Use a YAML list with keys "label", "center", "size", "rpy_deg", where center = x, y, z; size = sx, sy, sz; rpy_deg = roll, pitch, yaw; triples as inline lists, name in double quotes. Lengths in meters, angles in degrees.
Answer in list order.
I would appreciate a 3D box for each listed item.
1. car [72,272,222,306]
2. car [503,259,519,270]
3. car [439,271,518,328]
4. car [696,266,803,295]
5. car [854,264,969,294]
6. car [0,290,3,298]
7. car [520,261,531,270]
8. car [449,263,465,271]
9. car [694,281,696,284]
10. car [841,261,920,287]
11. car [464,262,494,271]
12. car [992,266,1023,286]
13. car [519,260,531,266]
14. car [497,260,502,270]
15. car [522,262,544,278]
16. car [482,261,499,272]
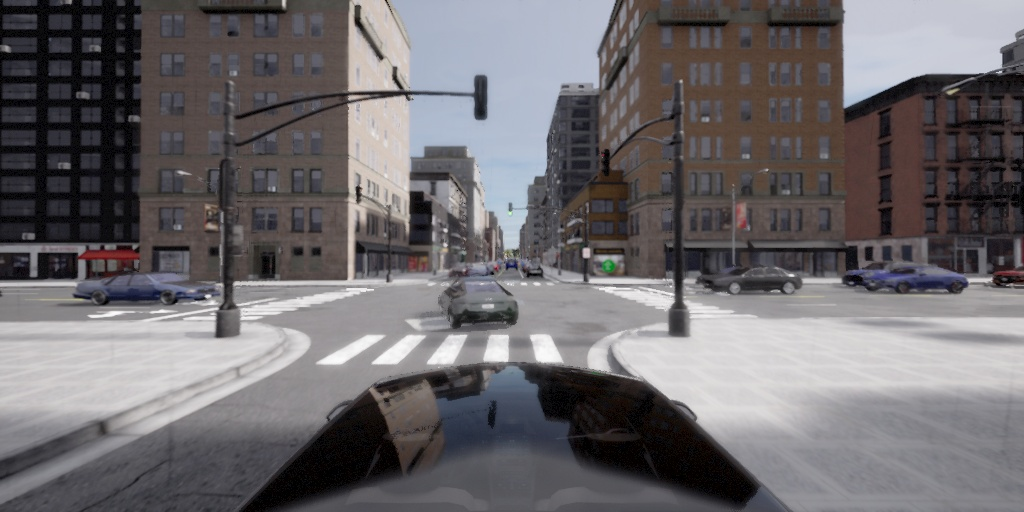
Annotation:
- label: "car"
  center: [-16.482, 1.451, 16.326]
  size: [5.357, 1.411, 2.033]
  rpy_deg: [0, 0, 0]
- label: "car"
  center: [-0.045, 1.479, 63.595]
  size: [2.150, 2.045, 5.566]
  rpy_deg: [0, 0, 0]
- label: "car"
  center: [-1.228, 1.371, 11.797]
  size: [1.994, 1.385, 4.181]
  rpy_deg: [0, 0, -16]
- label: "car"
  center: [13.233, 1.323, 19.830]
  size: [4.892, 1.490, 1.837]
  rpy_deg: [0, 0, 0]
- label: "car"
  center: [22.265, 1.307, 19.848]
  size: [4.674, 1.442, 1.812]
  rpy_deg: [0, 0, 0]
- label: "car"
  center: [-26.299, 1.505, 16.314]
  size: [4.181, 1.385, 1.994]
  rpy_deg: [0, 0, 0]
- label: "car"
  center: [2.446, 1.714, 49.600]
  size: [1.802, 1.307, 4.207]
  rpy_deg: [0, 0, 0]
- label: "car"
  center: [-5.615, 1.478, 38.605]
  size: [1.967, 1.591, 4.097]
  rpy_deg: [0, 0, 0]
- label: "car"
  center: [14.794, 1.388, 23.085]
  size: [5.357, 1.411, 2.033]
  rpy_deg: [0, 0, 0]
- label: "car"
  center: [24.084, 1.154, 23.095]
  size: [4.553, 1.767, 2.097]
  rpy_deg: [0, 0, 0]
- label: "car"
  center: [-3.110, 1.531, 34.628]
  size: [1.812, 1.442, 4.674]
  rpy_deg: [0, 0, 1]
- label: "car"
  center: [34.245, 1.238, 23.109]
  size: [5.008, 1.535, 1.882]
  rpy_deg: [0, 0, 0]
- label: "car"
  center: [2.464, 1.746, 55.110]
  size: [1.948, 1.339, 4.313]
  rpy_deg: [0, 0, 0]
- label: "car"
  center: [-2.986, 1.650, 54.259]
  size: [1.882, 1.535, 5.008]
  rpy_deg: [0, -1, 0]
- label: "car"
  center: [2.410, 1.604, 38.578]
  size: [1.948, 1.339, 4.313]
  rpy_deg: [0, 0, 0]
- label: "car"
  center: [-3.051, 1.634, 44.307]
  size: [2.033, 1.411, 5.357]
  rpy_deg: [0, 0, 0]
